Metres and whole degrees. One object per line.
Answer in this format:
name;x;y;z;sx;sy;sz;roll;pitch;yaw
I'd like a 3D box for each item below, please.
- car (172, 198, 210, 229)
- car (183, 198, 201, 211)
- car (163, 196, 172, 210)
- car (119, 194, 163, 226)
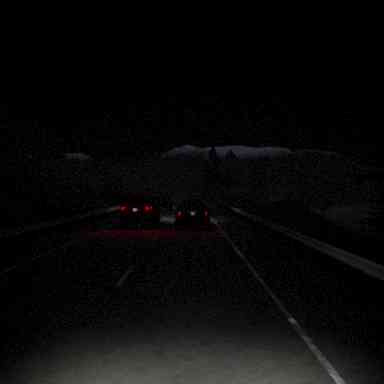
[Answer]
car;0.045;1.303;21.520;2.097;1.767;4.553;0;0;0
car;-0.003;1.455;40.319;2.033;1.411;5.357;0;0;0
car;-3.504;1.261;40.470;2.097;1.767;4.553;0;0;0
car;-3.457;1.170;22.794;2.150;2.045;5.566;0;0;0
